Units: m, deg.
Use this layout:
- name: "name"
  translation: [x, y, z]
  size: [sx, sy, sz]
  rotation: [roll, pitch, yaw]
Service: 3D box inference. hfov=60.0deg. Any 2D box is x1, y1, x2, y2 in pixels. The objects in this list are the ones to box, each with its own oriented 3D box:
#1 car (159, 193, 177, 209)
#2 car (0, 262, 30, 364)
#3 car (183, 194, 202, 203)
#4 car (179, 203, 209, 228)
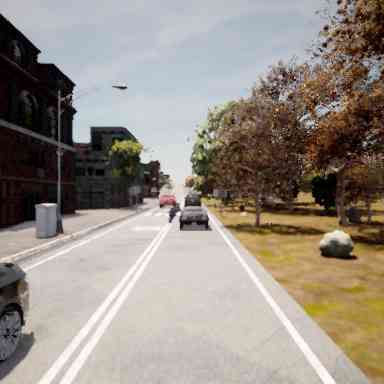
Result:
- name: "car"
  translation: [-3.356, 1.211, 46.784]
  size: [2.150, 2.045, 5.566]
  rotation: [0, 0, 0]
- name: "car"
  translation: [-3.342, 1.500, 3.035]
  size: [2.128, 1.511, 4.902]
  rotation: [0, 0, 0]
- name: "car"
  translation: [0.088, 1.220, 43.116]
  size: [2.150, 2.045, 5.566]
  rotation: [0, 0, 0]
- name: "car"
  translation: [0.122, 1.628, 22.237]
  size: [1.895, 1.301, 4.718]
  rotation: [0, 0, 0]
